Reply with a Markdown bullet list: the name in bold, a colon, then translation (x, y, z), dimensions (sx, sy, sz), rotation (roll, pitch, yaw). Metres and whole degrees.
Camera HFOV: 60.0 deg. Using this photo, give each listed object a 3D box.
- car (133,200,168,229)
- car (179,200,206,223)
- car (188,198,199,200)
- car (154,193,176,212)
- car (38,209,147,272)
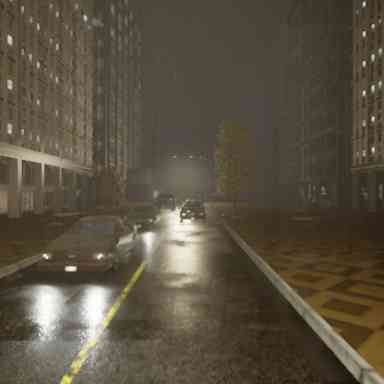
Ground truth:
- **car**: translation (-2.958, 1.499, 21.295), dimensions (2.033, 1.411, 5.357), rotation (0, 0, 0)
- **car**: translation (0.080, 1.544, 25.096), dimensions (1.895, 1.301, 4.718), rotation (0, 0, 1)
- **car**: translation (0.172, 1.446, 44.003), dimensions (2.033, 1.411, 5.357), rotation (0, 0, 0)
- **car**: translation (-2.952, 1.139, 37.281), dimensions (2.150, 2.045, 5.566), rotation (0, 0, 1)
- **car**: translation (-2.992, 1.523, 10.943), dimensions (2.033, 1.411, 5.357), rotation (0, 0, 1)
